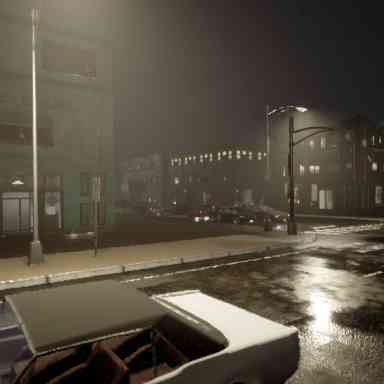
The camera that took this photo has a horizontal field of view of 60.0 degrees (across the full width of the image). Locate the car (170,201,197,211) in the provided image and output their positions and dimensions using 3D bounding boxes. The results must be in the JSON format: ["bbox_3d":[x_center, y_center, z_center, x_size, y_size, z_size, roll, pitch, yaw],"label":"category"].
[{"bbox_3d":[-1.221,1.965,47.049,1.802,1.307,4.206,-2,0,-35],"label":"car"}]

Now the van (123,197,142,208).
[{"bbox_3d":[-10.856,1.906,60.577,1.690,1.788,3.998,-1,0,-35],"label":"van"}]

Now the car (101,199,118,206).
[{"bbox_3d":[-17.270,2.226,69.596,1.887,1.381,4.507,-1,0,-35],"label":"car"}]

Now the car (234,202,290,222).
[{"bbox_3d":[5.514,1.764,27.614,2.033,1.411,5.357,-1,0,-36],"label":"car"}]

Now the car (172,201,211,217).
[{"bbox_3d":[-0.295,1.895,35.756,1.994,1.385,4.181,-1,0,-37],"label":"car"}]

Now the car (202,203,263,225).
[{"bbox_3d":[3.108,1.814,26.302,1.947,1.339,4.313,-2,0,-35],"label":"car"}]

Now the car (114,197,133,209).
[{"bbox_3d":[-11.362,2.087,56.846,1.812,1.442,4.674,-1,0,-35],"label":"car"}]

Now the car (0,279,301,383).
[{"bbox_3d":[-1.293,1.601,2.764,4.718,1.301,1.895,0,0,-36],"label":"car"}]

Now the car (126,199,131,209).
[{"bbox_3d":[-6.392,1.997,44.358,2.033,1.411,5.357,-1,0,-35],"label":"car"}]

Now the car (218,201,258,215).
[{"bbox_3d":[5.197,1.809,38.030,2.008,1.369,4.403,-2,0,-35],"label":"car"}]

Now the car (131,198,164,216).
[{"bbox_3d":[-4.842,1.845,37.678,1.967,1.590,4.097,-1,0,-35],"label":"car"}]

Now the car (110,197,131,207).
[{"bbox_3d":[-14.066,1.939,65.087,2.192,1.841,5.009,-1,0,-35],"label":"car"}]
